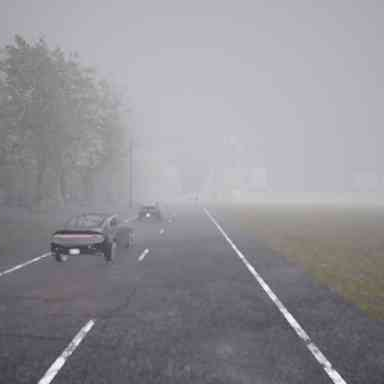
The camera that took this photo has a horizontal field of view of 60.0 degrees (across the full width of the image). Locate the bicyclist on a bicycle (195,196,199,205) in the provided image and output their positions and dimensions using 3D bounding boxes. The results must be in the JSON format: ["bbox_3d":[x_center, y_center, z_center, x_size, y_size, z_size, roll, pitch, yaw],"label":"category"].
[{"bbox_3d":[0.964,1.567,58.769,0.582,1.620,1.656,0,-1,0],"label":"bicyclist on a bicycle"}]

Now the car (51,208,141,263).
[{"bbox_3d":[-3.399,1.515,12.061,2.128,1.511,4.902,0,0,0],"label":"car"}]

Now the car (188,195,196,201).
[{"bbox_3d":[0.002,1.589,84.933,1.994,1.385,4.181,0,0,0],"label":"car"}]

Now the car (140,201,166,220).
[{"bbox_3d":[-3.402,1.559,28.279,1.837,1.490,4.892,0,0,0],"label":"car"}]

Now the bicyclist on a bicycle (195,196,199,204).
[{"bbox_3d":[0.961,1.570,68.692,0.866,1.612,1.509,0,0,0],"label":"bicyclist on a bicycle"}]
